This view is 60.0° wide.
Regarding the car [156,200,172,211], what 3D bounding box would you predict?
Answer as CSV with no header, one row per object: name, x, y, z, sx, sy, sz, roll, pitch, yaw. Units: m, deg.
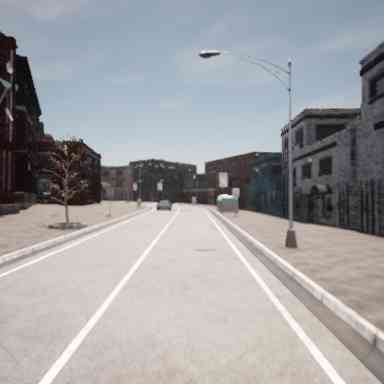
car,-3.708,1.797,44.938,1.994,1.385,4.181,0,0,-2
